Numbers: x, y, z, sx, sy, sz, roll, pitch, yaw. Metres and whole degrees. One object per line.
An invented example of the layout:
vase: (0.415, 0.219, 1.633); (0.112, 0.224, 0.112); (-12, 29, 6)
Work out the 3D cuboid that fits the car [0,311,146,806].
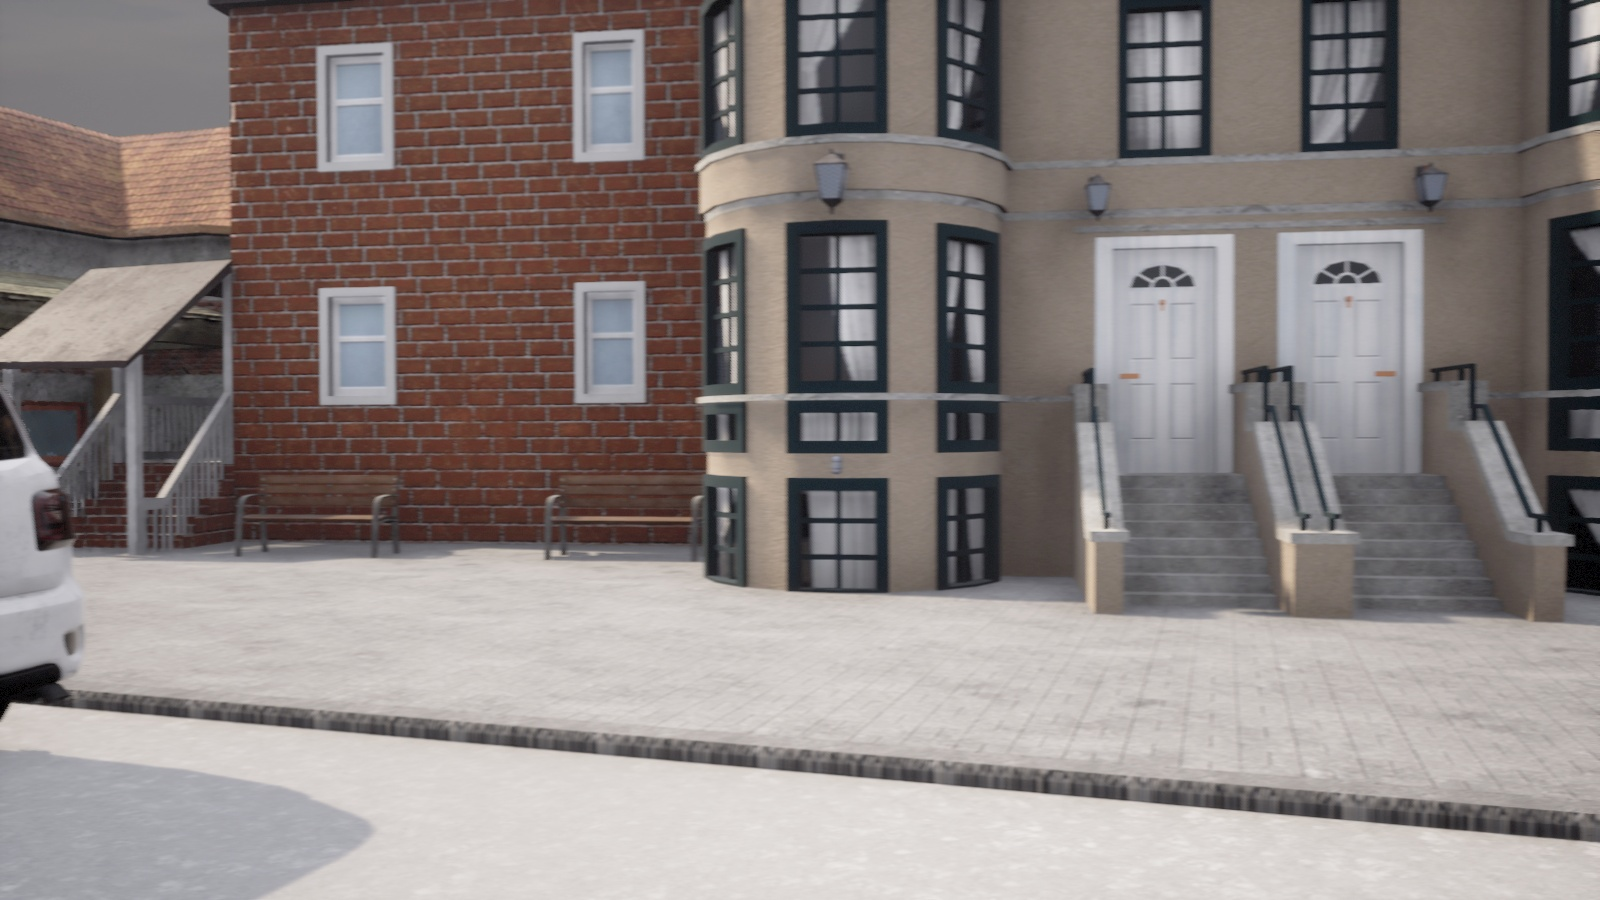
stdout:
car: (-6.050, 0.431, 5.753); (5.566, 2.045, 2.150); (1, 1, 19)
